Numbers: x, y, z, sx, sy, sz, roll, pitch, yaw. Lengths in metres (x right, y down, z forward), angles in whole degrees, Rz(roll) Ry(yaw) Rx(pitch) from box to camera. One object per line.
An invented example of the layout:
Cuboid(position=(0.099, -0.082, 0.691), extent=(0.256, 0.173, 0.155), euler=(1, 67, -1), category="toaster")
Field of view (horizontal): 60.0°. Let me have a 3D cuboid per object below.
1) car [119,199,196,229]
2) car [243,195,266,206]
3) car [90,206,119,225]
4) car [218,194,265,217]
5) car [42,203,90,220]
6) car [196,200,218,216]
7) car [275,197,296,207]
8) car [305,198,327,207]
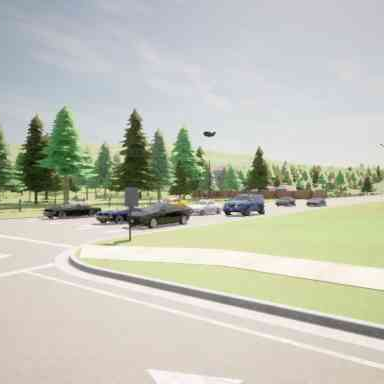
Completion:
Cuboid(position=(-2.124, 1.478, 22.057), extent=(1.882, 1.535, 5.008), euler=(0, 0, 36), category="car")
Cuboid(position=(10.839, 1.351, 57.331), extent=(2.097, 1.767, 4.553), euler=(0, 0, 37), category="car")
Cuboid(position=(-4.738, 1.601, 24.418), extent=(1.895, 1.301, 4.718), euler=(0, 0, 36), category="car")
Cuboid(position=(5.130, 1.223, 31.946), extent=(2.150, 2.045, 5.566), euler=(0, 0, 36), category="car")
Cuboid(position=(-10.292, 1.601, 28.681), extent=(1.895, 1.301, 4.718), euler=(0, 0, 36), category="car")
Cuboid(position=(1.178, 1.526, 32.451), extent=(1.812, 1.442, 4.674), euler=(0, 0, 36), category="car")
Cuboid(position=(14.130, 1.507, 50.040), extent=(1.837, 1.490, 4.892), euler=(0, -1, 37), category="car")
Cuboid(position=(19.037, 1.548, 50.757), extent=(2.033, 1.411, 5.357), euler=(0, 0, 37), category="car")
